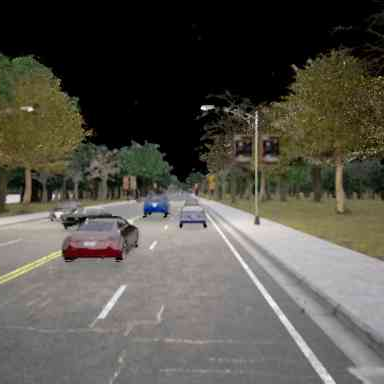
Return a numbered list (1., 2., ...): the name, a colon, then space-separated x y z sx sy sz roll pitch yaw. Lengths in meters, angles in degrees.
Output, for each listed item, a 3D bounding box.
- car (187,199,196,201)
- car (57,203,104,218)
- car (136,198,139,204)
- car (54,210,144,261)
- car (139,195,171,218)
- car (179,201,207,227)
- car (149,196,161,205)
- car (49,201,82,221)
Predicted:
1. car: -0.069 1.629 43.232 1.994 1.385 4.181 0 0 0
2. car: -6.638 1.624 21.317 1.895 1.301 4.718 0 0 0
3. car: -10.168 1.711 67.959 1.994 1.385 4.181 0 0 -1
4. car: -3.162 1.573 12.266 1.994 1.385 4.181 0 0 0
5. car: -3.234 1.263 31.339 2.150 2.045 5.566 0 0 0
6. car: 0.054 1.574 23.120 2.033 1.411 5.357 0 0 0
7. car: -6.876 1.613 62.335 1.837 1.490 4.892 0 0 0
8. car: -9.910 1.526 27.126 2.128 1.511 4.902 0 0 0
